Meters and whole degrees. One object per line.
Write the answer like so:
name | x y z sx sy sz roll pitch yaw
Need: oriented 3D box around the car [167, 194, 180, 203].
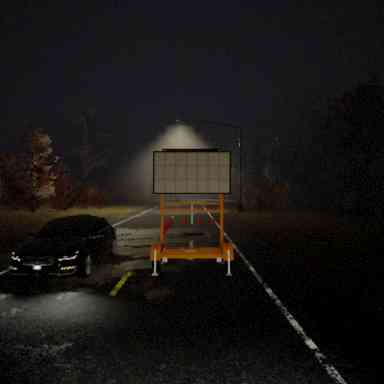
car | -3.490 1.225 63.070 2.150 2.045 5.566 0 0 0

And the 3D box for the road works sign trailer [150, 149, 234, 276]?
road works sign trailer | 0.000 0.464 10.349 2.380 3.560 2.880 0 0 0

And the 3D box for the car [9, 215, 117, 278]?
car | -3.601 1.504 10.165 1.837 1.490 4.892 0 0 0
